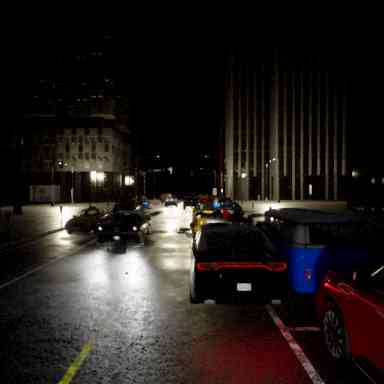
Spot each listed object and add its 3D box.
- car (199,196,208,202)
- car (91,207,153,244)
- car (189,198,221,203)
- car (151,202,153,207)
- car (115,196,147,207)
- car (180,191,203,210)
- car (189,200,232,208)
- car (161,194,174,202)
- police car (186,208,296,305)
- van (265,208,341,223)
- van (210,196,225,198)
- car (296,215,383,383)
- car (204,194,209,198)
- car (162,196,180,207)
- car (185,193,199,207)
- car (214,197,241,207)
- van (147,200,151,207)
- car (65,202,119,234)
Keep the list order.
[{"bbox_3d":[2.681,1.586,79.593,1.947,1.339,4.313,0,0,0],"label":"car"},{"bbox_3d":[-3.118,1.599,16.036,1.895,1.301,4.718,0,0,0],"label":"car"},{"bbox_3d":[0.875,1.452,24.359,1.801,1.575,5.366,0,0,0],"label":"car"},{"bbox_3d":[-5.808,1.522,41.216,1.752,1.417,4.829,0,0,0],"label":"car"},{"bbox_3d":[-5.800,1.311,30.337,2.192,1.841,5.009,0,0,0],"label":"car"},{"bbox_3d":[-0.040,1.218,43.211,2.150,2.045,5.566,0,0,0],"label":"car"},{"bbox_3d":[0.881,1.453,18.360,1.801,1.575,5.366,0,0,0],"label":"car"},{"bbox_3d":[-5.840,1.330,73.951,2.192,1.841,5.009,0,0,0],"label":"car"},{"bbox_3d":[0.890,1.424,8.280,1.930,1.638,5.238,0,0,0],"label":"police car"},{"bbox_3d":[2.758,1.340,8.230,1.690,1.788,3.998,0,0,0],"label":"van"},{"bbox_3d":[2.732,1.337,30.332,1.690,1.788,3.998,0,0,0],"label":"van"},{"bbox_3d":[2.764,1.314,2.705,2.192,1.841,5.009,0,0,0],"label":"car"},{"bbox_3d":[2.725,1.311,35.858,2.192,1.841,5.009,0,0,0],"label":"car"},{"bbox_3d":[-3.049,1.600,49.805,1.895,1.301,4.718,0,0,0],"label":"car"},{"bbox_3d":[-0.053,1.232,53.593,2.150,2.045,5.566,0,0,0],"label":"car"},{"bbox_3d":[2.739,1.437,24.807,1.967,1.590,4.097,0,0,0],"label":"car"},{"bbox_3d":[-5.805,1.337,35.862,1.690,1.788,3.998,0,0,0],"label":"van"},{"bbox_3d":[-5.790,1.523,19.117,1.752,1.417,4.829,0,0,0],"label":"car"}]
